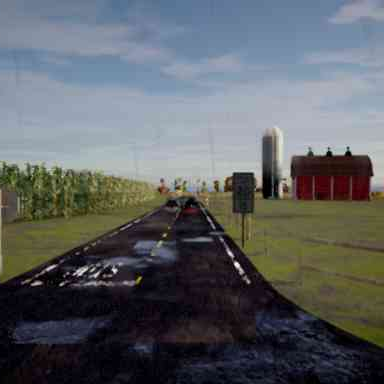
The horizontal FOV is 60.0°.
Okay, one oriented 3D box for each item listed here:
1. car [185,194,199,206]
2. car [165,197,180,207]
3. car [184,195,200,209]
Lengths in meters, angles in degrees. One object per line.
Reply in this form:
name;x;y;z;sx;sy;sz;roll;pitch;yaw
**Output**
car;-0.016;1.233;54.163;2.097;1.767;4.553;0;0;0
car;-2.762;1.454;48.371;1.994;1.385;4.181;0;0;0
car;-0.010;1.402;43.757;1.837;1.490;4.892;0;0;0
